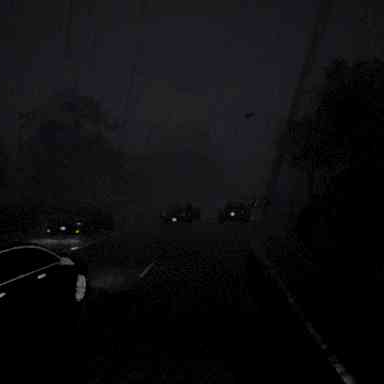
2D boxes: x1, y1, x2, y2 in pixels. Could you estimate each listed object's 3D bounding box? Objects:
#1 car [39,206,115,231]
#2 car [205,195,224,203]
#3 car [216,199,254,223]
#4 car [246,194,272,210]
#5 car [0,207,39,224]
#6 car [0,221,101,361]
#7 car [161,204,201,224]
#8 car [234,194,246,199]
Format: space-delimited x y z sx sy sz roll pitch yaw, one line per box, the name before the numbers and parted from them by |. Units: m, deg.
car | -5.537 1.441 17.017 1.994 1.385 4.181 0 0 9
car | 3.792 1.210 55.909 1.994 1.385 4.181 1 0 29
car | 3.162 1.425 24.095 1.994 1.385 4.181 0 0 13
car | 8.348 1.130 40.342 2.097 1.767 4.553 0 0 21
car | -9.327 1.422 15.695 2.033 1.411 5.357 0 0 8
car | -3.112 1.466 4.951 1.837 1.490 4.892 0 0 3
car | -0.639 1.453 23.336 1.895 1.301 4.718 0 0 12
car | 8.754 1.163 57.649 1.837 1.490 4.892 0 1 30
